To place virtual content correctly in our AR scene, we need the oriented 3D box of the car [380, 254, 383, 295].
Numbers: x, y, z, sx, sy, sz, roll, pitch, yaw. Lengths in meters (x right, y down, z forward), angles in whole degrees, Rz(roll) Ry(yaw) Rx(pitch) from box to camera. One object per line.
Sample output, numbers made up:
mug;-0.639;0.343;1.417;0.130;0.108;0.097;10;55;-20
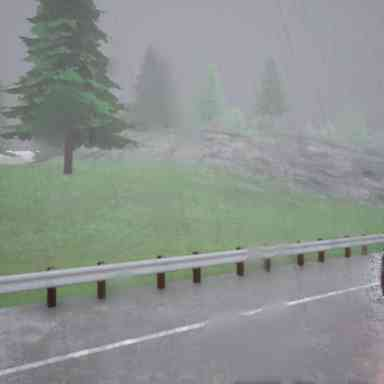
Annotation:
car;6.058;1.520;6.947;5.008;1.535;1.882;0;0;-30
